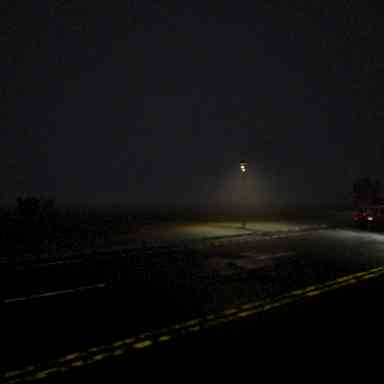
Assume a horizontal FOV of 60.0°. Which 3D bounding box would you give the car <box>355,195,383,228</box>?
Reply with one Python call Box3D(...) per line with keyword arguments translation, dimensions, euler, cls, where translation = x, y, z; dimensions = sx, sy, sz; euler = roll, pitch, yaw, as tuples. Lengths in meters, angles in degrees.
Box3D(translation=(12.568, 1.192, 21.010), dimensions=(5.566, 2.045, 2.150), euler=(0, 0, -37), cls="car")
